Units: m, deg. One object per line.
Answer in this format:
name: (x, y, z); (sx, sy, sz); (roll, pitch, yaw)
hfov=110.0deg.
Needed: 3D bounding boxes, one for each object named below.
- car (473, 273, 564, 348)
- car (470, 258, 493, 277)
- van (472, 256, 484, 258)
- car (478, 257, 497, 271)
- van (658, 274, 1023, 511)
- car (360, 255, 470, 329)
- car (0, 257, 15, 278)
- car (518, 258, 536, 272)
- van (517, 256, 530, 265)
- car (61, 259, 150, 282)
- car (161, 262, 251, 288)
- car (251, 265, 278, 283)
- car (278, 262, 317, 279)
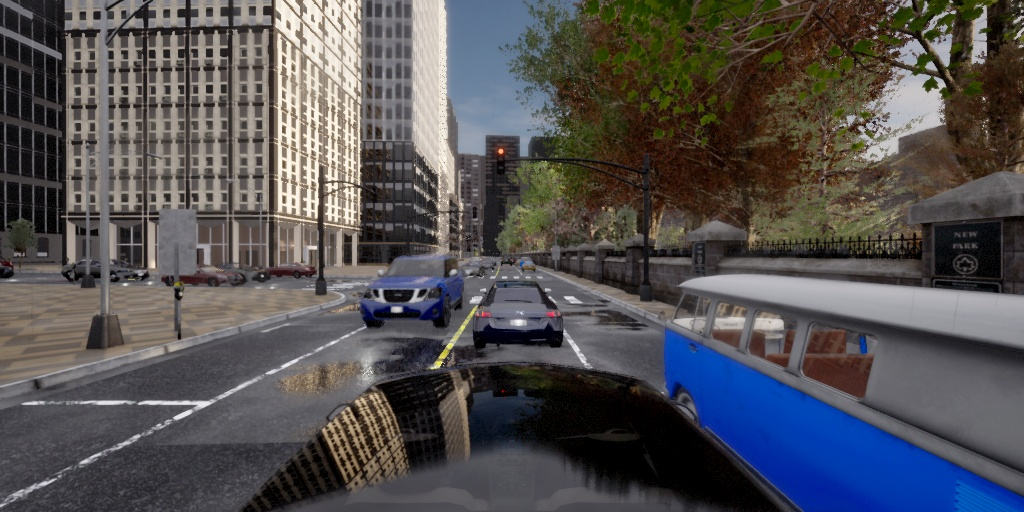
car: (0.101, 1.313, 9.238); (1.994, 1.385, 4.181); (0, 0, -1)
car: (-3.536, 1.228, 33.853); (2.128, 1.511, 4.902); (1, 0, 7)
van: (-6.305, 1.062, 62.501); (1.690, 1.789, 3.998); (0, 0, -2)
car: (-3.368, 1.223, 50.027); (2.128, 1.511, 4.902); (0, 0, -1)
van: (2.568, 1.091, 2.657); (1.690, 1.789, 3.998); (0, 0, 0)
car: (-2.858, 0.971, 11.627); (2.150, 2.045, 5.566); (0, 0, 0)
car: (-37.265, 0.907, 24.664); (4.181, 1.385, 1.994); (1, 0, 2)
car: (2.134, 1.259, 46.376); (1.751, 1.417, 4.829); (0, 0, -1)
van: (2.012, 1.071, 51.749); (1.690, 1.789, 3.998); (0, 0, -1)
car: (-27.258, 0.948, 24.125); (4.902, 1.511, 2.128); (1, 0, 3)
car: (-18.150, 1.149, 21.011); (4.207, 1.307, 1.802); (0, 0, 4)
car: (-18.276, 1.122, 23.559); (4.181, 1.385, 1.994); (1, 0, 4)
car: (-18.083, 1.127, 29.125); (4.207, 1.307, 1.802); (0, 0, 4)
